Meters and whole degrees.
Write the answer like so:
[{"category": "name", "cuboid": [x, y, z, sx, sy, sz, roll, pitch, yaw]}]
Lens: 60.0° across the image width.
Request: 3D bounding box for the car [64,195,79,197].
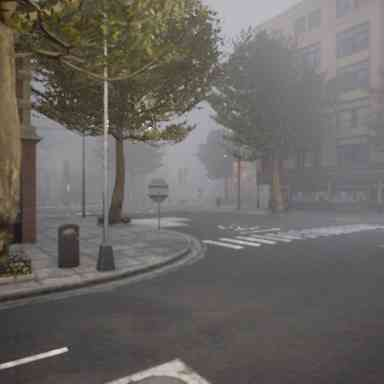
[{"category": "car", "cuboid": [-26.164, 1.367, 74.091, 4.786, 1.482, 2.161, 0, 0, -36]}]
